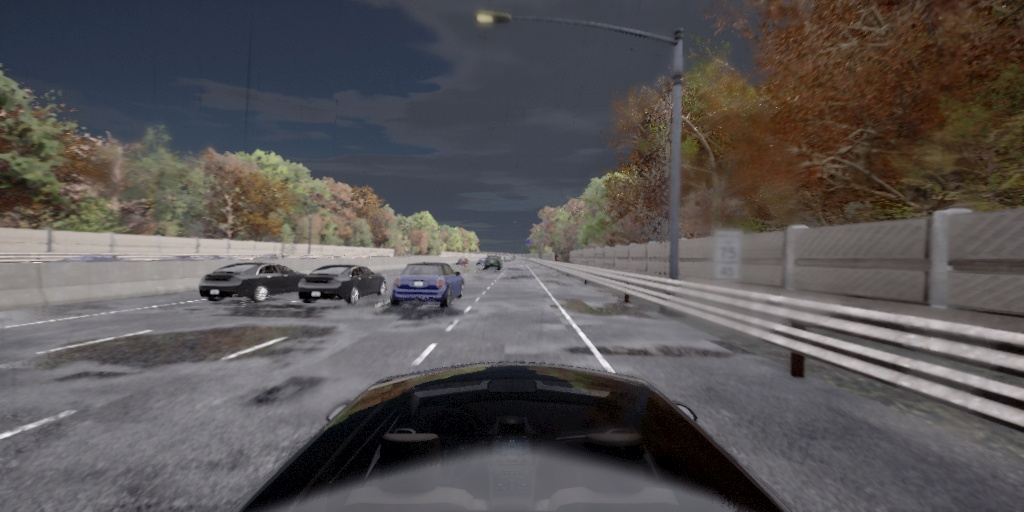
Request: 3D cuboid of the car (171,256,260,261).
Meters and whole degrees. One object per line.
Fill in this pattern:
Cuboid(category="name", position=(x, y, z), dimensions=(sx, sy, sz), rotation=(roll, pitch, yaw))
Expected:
Cuboid(category="car", position=(-20.696, 0.867, 25.359), dimensions=(1.895, 1.301, 4.718), rotation=(1, 0, 1))

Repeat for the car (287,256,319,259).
Cuboid(category="car", position=(-27.169, 0.709, 47.761), dimensions=(1.895, 1.301, 4.718), rotation=(1, 0, 1))

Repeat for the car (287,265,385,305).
Cuboid(category="car", position=(-6.818, 1.096, 14.975), dimensions=(1.837, 1.490, 4.892), rotation=(1, 0, 1))

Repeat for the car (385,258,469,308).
Cuboid(category="car", position=(-3.315, 1.021, 14.998), dimensions=(2.097, 1.767, 4.553), rotation=(1, 0, 1))

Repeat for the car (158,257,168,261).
Cuboid(category="car", position=(-27.580, 0.670, 29.643), dimensions=(1.994, 1.385, 4.181), rotation=(1, 0, 2))

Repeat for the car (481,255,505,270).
Cuboid(category="car", position=(-2.599, 0.895, 50.563), dimensions=(2.150, 2.045, 5.566), rotation=(1, 0, 1))

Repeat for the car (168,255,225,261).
Cuboid(category="car", position=(-24.104, 0.679, 28.893), dimensions=(2.128, 1.511, 4.902), rotation=(1, 0, 1))

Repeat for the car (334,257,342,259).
Cuboid(category="car", position=(-23.642, 0.790, 48.980), dimensions=(1.895, 1.301, 4.718), rotation=(1, 0, 1))

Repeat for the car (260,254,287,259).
Cuboid(category="car", position=(-30.707, 0.520, 45.618), dimensions=(2.128, 1.511, 4.902), rotation=(1, 0, 1))

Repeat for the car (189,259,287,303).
Cuboid(category="car", position=(-10.318, 1.015, 14.925), dimensions=(1.837, 1.490, 4.892), rotation=(1, 0, 1))

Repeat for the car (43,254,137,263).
Cuboid(category="car", position=(-31.154, 0.572, 26.598), dimensions=(2.033, 1.411, 5.357), rotation=(1, 0, 2))

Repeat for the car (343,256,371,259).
Cuboid(category="car", position=(-20.158, 0.747, 48.207), dimensions=(1.882, 1.535, 5.008), rotation=(1, 0, 1))
